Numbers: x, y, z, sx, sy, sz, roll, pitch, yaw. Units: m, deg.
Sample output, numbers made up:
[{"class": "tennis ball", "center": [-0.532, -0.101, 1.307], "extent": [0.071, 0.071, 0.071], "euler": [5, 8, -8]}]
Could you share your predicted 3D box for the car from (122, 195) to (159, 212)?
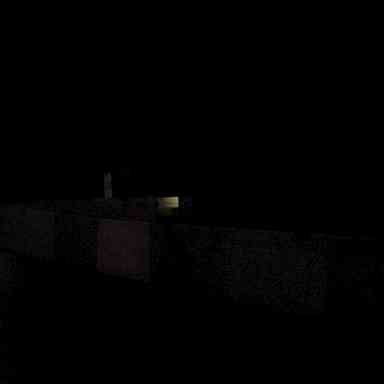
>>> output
[{"class": "car", "center": [-5.129, 1.150, 30.625], "extent": [2.097, 1.767, 4.553], "euler": [-2, -1, 35]}]
